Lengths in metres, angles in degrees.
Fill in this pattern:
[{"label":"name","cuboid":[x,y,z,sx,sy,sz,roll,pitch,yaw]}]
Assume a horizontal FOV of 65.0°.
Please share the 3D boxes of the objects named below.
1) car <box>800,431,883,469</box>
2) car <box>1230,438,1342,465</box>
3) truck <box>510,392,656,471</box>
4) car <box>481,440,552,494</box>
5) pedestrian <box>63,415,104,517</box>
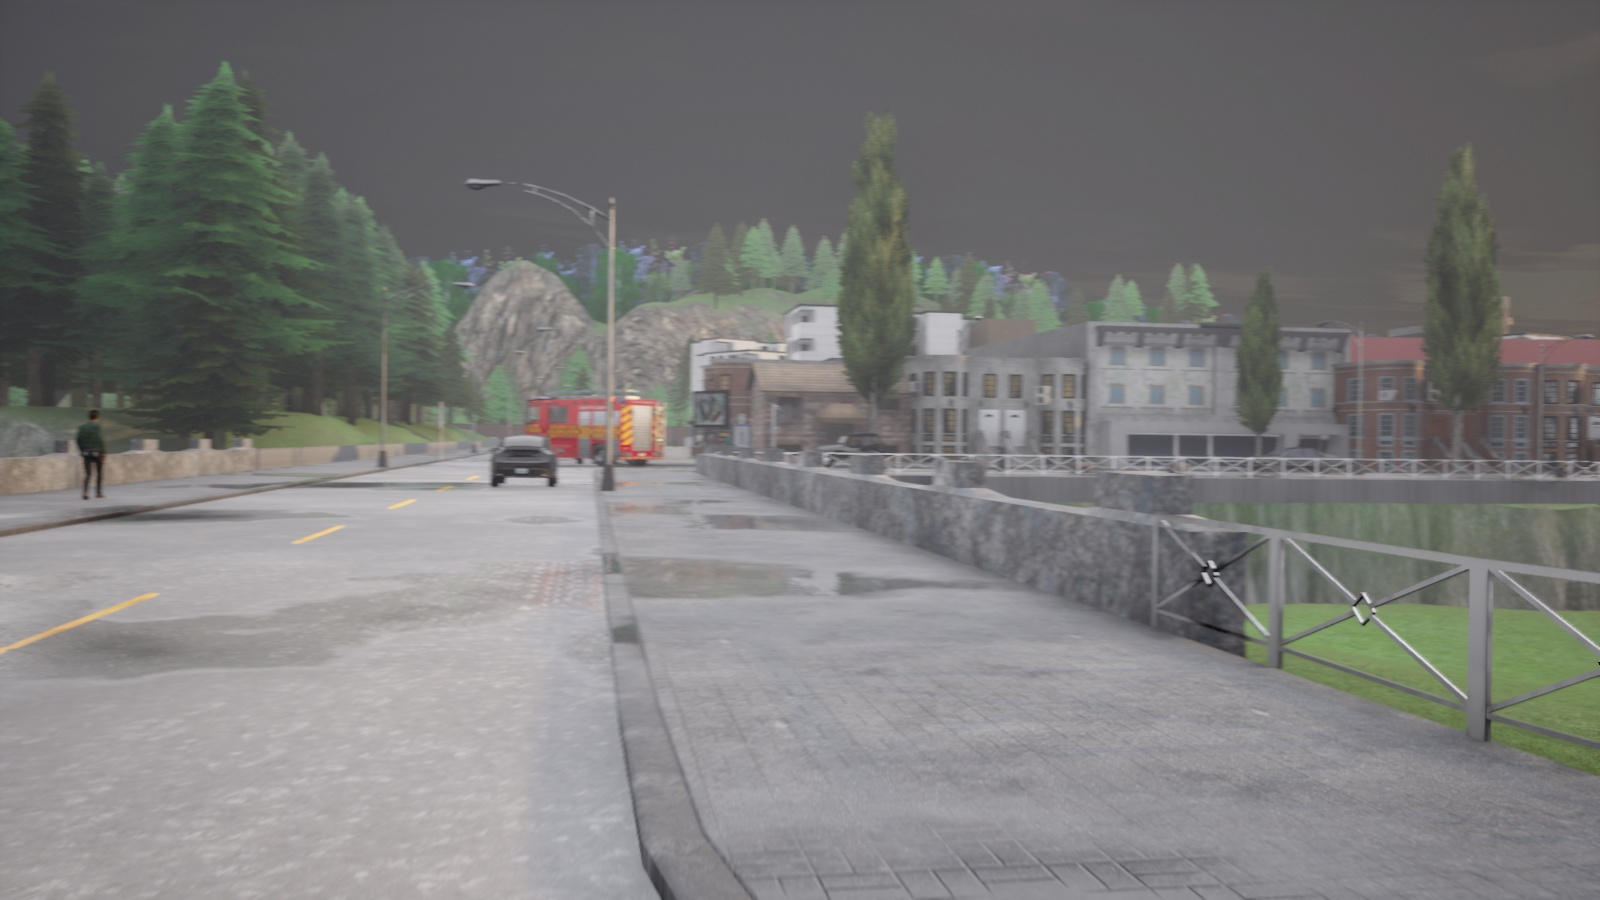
[{"label":"car","cuboid":[2.067,-0.031,63.581,3.866,1.878,1.905,0,1,-10]},{"label":"car","cuboid":[26.190,0.059,67.799,5.357,1.411,2.033,0,1,-10]},{"label":"truck","cuboid":[-11.273,-0.934,64.670,8.468,3.827,2.891,0,1,43]},{"label":"car","cuboid":[-8.361,0.459,37.386,1.837,1.490,4.892,0,1,-10]},{"label":"pedestrian","cuboid":[-13.975,0.304,24.510,0.423,1.949,0.788,0,1,-9]}]
